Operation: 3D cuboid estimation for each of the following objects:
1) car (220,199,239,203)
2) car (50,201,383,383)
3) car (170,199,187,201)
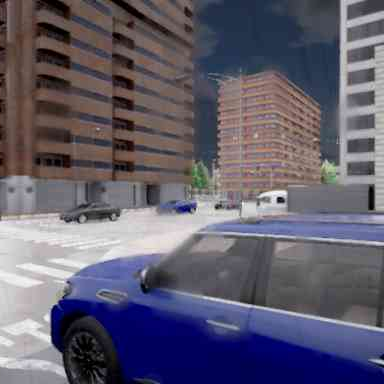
[{"bbox_3d":[4.507,1.583,42.085,1.994,1.385,4.181,0,0,36],"label":"car"},{"bbox_3d":[0.921,1.220,3.319,5.566,2.045,2.150,0,0,36],"label":"car"},{"bbox_3d":[-1.548,1.497,33.681,1.882,1.535,5.008,0,0,36],"label":"car"}]
